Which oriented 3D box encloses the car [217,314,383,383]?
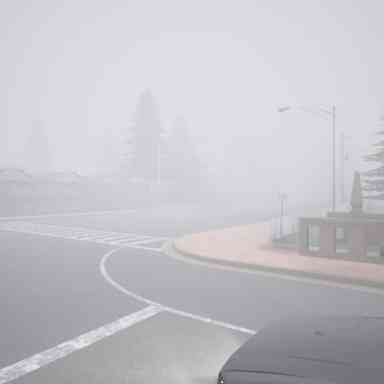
[{"bbox_3d":[2.746,1.550,2.016,5.357,1.411,2.033,0,0,36],"label":"car"}]
